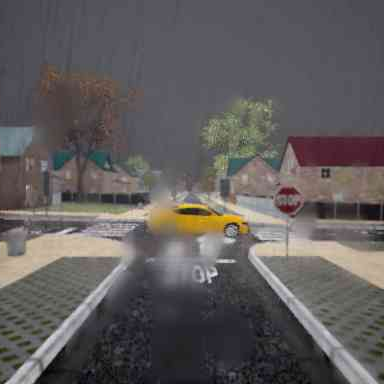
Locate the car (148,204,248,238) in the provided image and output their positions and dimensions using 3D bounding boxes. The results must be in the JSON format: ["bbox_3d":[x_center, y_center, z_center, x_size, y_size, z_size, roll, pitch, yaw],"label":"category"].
[{"bbox_3d":[0.302,1.389,16.787,5.008,1.535,1.882,2,1,0],"label":"car"}]
